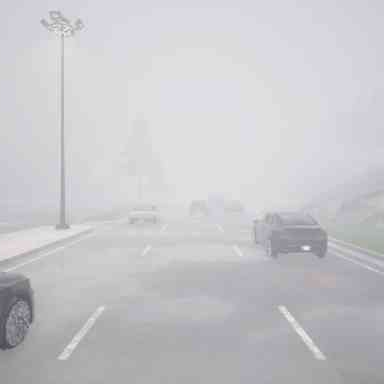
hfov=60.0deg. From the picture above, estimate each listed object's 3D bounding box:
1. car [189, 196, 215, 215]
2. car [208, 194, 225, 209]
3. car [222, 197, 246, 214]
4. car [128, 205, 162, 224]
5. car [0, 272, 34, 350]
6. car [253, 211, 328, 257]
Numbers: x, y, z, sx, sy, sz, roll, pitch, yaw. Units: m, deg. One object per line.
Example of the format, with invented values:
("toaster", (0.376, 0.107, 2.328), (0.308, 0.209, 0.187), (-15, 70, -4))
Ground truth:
("car", (0.926, 1.505, 34.314), (1.837, 1.490, 4.892), (0, 0, 9))
("car", (3.409, 1.221, 44.489), (2.150, 2.045, 5.566), (0, 0, 16))
("car", (4.759, 1.563, 35.991), (1.994, 1.385, 4.181), (0, 0, 13))
("car", (-3.353, 1.601, 24.607), (1.895, 1.301, 4.718), (0, 0, 1))
("car", (-3.400, 1.490, 3.326), (2.128, 1.511, 4.902), (0, 0, 0))
("car", (3.597, 1.505, 12.895), (1.837, 1.490, 4.892), (0, 0, 0))
